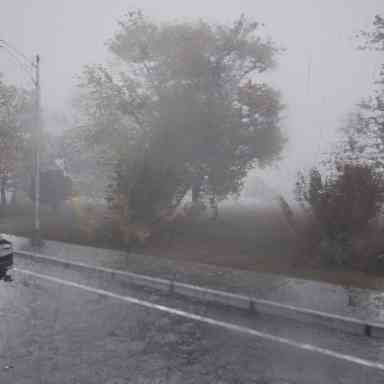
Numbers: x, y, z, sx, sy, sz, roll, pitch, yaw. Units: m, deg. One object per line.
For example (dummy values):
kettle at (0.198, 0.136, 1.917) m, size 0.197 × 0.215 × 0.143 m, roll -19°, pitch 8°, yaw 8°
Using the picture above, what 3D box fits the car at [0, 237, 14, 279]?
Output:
car at (-6.574, 1.486, 8.689) m, size 4.902 × 1.511 × 2.128 m, roll 0°, pitch 0°, yaw 36°
